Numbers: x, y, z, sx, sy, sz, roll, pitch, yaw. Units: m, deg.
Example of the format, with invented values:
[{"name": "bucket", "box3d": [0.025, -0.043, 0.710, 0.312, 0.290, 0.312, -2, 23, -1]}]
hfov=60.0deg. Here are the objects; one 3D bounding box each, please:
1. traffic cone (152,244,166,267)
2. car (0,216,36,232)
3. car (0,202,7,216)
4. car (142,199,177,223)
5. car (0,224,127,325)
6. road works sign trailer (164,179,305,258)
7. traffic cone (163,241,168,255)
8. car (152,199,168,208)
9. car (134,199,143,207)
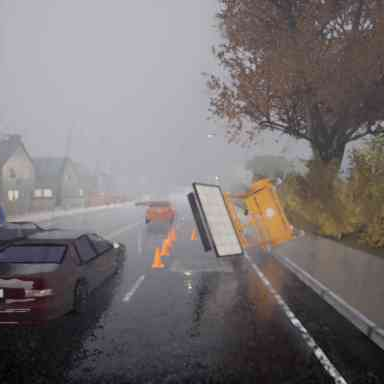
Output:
[{"name": "traffic cone", "box3d": [-1.067, 2.012, 10.341, 0.340, 0.580, 0.340, 0, 0, 2]}, {"name": "car", "box3d": [-6.274, 1.667, 10.895, 1.895, 1.301, 4.718, 0, 0, 2]}, {"name": "car", "box3d": [-9.473, 1.303, 12.861, 2.150, 2.045, 5.566, 0, 0, 2]}, {"name": "car", "box3d": [-2.391, 1.493, 26.945, 2.097, 1.767, 4.553, 0, 0, 2]}, {"name": "car", "box3d": [-2.915, 1.592, 7.534, 2.033, 1.411, 5.357, 0, 0, 2]}, {"name": "road works sign trailer", "box3d": [1.351, 1.008, 11.170, 2.880, 2.380, 3.560, -33, -25, 35]}, {"name": "traffic cone", "box3d": [-1.014, 2.022, 12.341, 0.340, 0.580, 0.340, 0, 0, 2]}, {"name": "car", "box3d": [-5.119, 1.855, 53.508, 1.895, 1.301, 4.718, 0, 0, 2]}, {"name": "car", "box3d": [-8.310, 1.867, 55.517, 1.895, 1.301, 4.718, 0, 0, 2]}]
